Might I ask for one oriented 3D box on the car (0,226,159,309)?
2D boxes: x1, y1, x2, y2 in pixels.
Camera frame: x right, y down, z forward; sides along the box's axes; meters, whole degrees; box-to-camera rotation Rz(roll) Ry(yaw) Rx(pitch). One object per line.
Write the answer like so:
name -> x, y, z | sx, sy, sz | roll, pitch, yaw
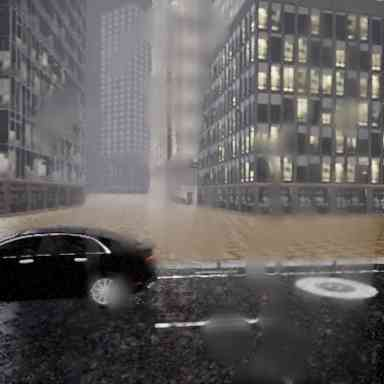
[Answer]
car -> -3.160, 1.505, 7.078 | 4.892, 1.490, 1.837 | 1, 0, -8
